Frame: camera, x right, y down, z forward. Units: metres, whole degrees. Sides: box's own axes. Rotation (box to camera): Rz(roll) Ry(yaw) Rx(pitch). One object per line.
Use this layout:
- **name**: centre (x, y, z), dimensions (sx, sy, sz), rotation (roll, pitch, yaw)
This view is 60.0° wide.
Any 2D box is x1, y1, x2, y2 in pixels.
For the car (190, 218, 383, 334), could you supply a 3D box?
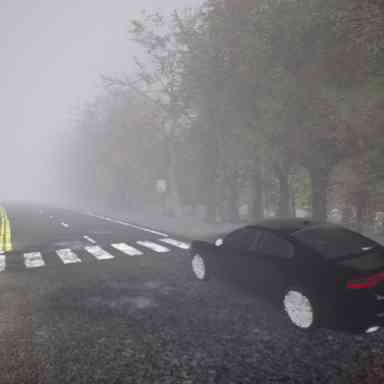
- **car**: centre (1.703, 1.273, 6.694), dimensions (1.882, 1.535, 5.008), rotation (-6, 4, -28)
